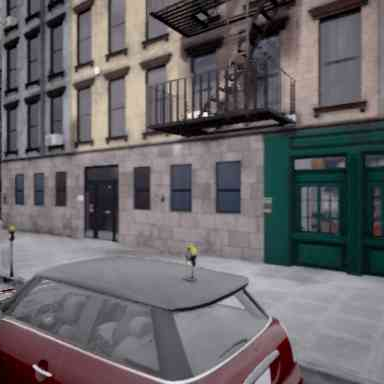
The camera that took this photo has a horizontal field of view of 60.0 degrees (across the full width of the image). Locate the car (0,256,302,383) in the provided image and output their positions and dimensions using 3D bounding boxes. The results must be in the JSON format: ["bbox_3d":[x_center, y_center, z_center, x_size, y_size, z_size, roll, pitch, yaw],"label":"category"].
[{"bbox_3d":[-1.058,1.442,3.592,4.097,1.590,1.967,0,0,36],"label":"car"}]
